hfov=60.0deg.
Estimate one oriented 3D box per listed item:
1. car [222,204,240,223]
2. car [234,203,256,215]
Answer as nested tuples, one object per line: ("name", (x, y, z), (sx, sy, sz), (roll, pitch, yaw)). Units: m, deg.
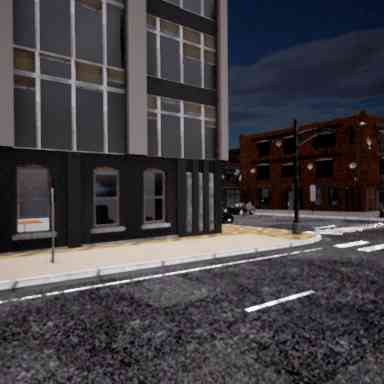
("car", (1.688, 1.926, 28.561), (1.947, 1.339, 4.313), (-2, 0, -37))
("car", (5.313, 1.908, 38.155), (2.008, 1.369, 4.403), (-2, 0, -37))
